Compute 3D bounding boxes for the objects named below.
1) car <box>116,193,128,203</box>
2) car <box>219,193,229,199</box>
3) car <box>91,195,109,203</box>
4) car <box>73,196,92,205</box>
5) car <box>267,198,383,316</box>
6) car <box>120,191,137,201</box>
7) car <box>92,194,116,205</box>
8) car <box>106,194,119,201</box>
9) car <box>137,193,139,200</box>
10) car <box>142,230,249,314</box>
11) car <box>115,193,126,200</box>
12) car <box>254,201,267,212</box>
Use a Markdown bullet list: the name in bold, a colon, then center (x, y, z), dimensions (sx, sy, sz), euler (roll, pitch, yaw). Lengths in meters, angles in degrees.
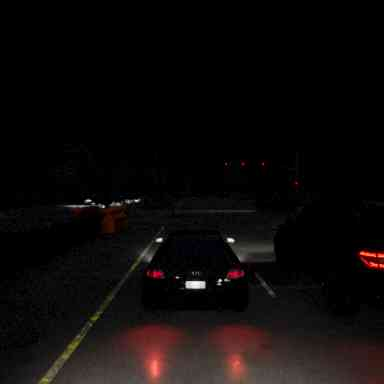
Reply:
- **car**: center (-14.344, 1.388, 64.273), dimensions (1.895, 1.301, 4.718), euler (0, 0, 0)
- **car**: center (9.031, 1.154, 94.084), dimensions (1.837, 1.490, 4.892), euler (0, 0, -11)
- **car**: center (-17.833, 1.332, 64.967), dimensions (2.033, 1.411, 5.357), euler (0, 0, 0)
- **car**: center (-17.841, 1.378, 54.539), dimensions (2.033, 1.411, 5.357), euler (0, 0, 0)
- **car**: center (3.591, 1.221, 7.652), dimensions (2.150, 2.045, 5.566), euler (0, 0, -2)
- **car**: center (-14.362, 0.969, 74.035), dimensions (2.150, 2.045, 5.566), euler (0, 0, 0)
- **car**: center (-14.336, 1.396, 54.167), dimensions (1.994, 1.385, 4.181), euler (0, 0, 0)
- **car**: center (-17.865, 1.241, 74.646), dimensions (1.837, 1.490, 4.892), euler (0, 0, 0)
- **car**: center (-14.475, 1.296, 83.654), dimensions (1.895, 1.301, 4.718), euler (0, 0, -3)
- **car**: center (0.069, 1.563, 7.723), dimensions (1.994, 1.385, 4.181), euler (0, 0, 0)
- **car**: center (-17.981, 1.056, 83.614), dimensions (2.097, 1.767, 4.553), euler (0, 0, -3)
- **car**: center (9.501, 1.404, 37.673), dimensions (4.902, 1.511, 2.128), euler (0, 0, -5)
